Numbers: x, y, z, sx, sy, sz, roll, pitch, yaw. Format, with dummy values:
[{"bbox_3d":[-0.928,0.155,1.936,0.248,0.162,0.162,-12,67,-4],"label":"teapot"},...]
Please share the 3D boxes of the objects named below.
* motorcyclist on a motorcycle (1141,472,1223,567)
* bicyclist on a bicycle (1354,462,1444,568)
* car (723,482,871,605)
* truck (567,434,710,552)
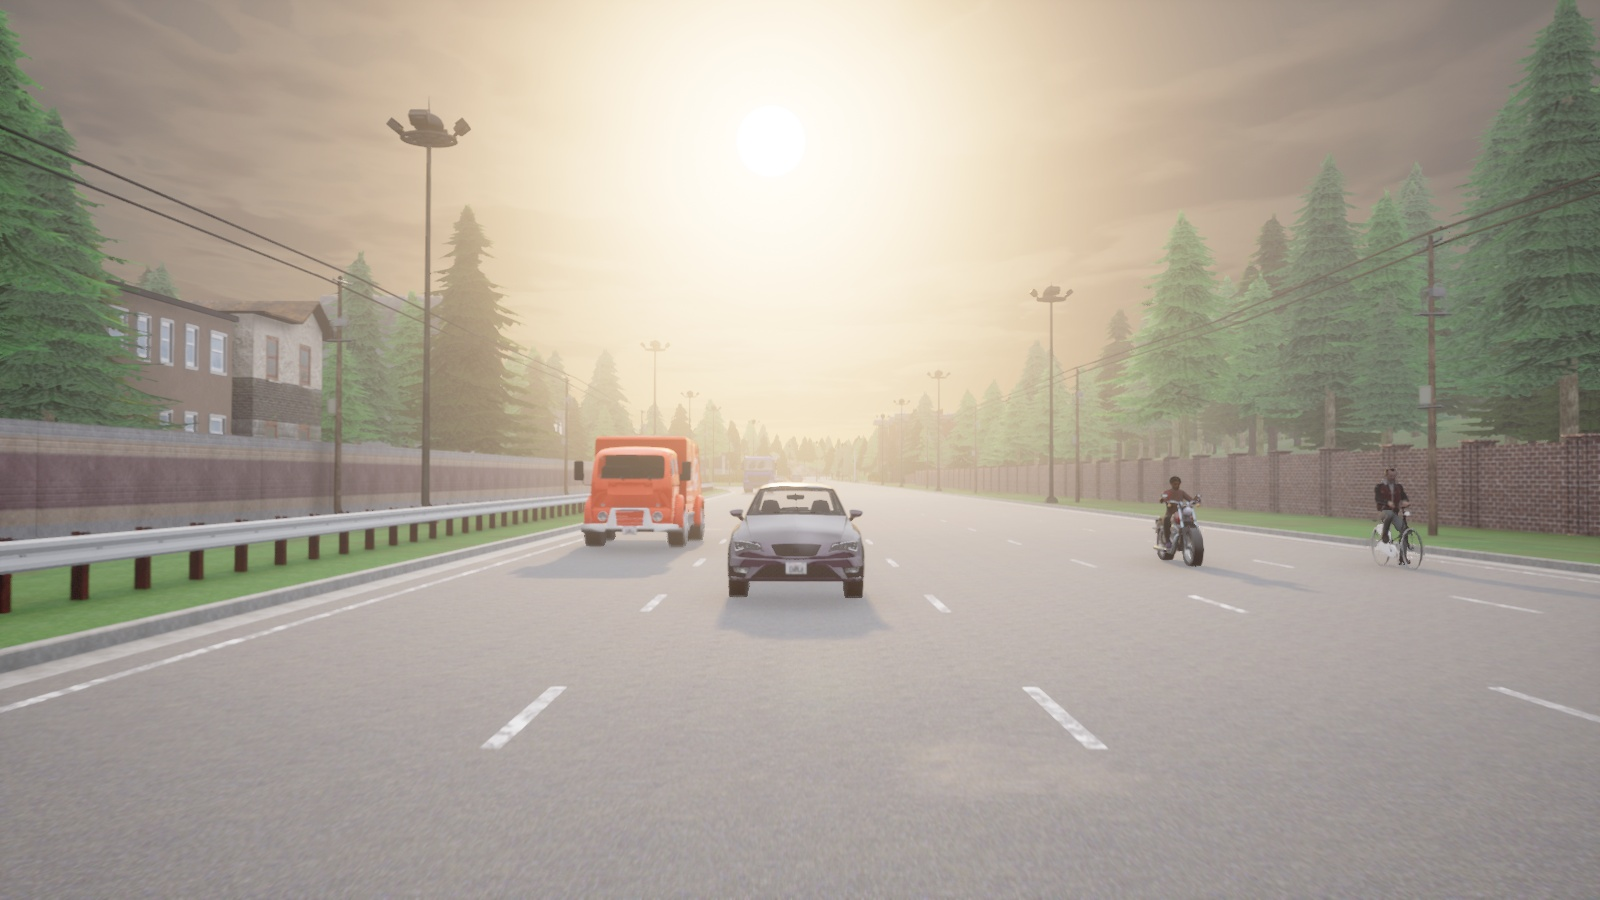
[{"bbox_3d":[6.942,1.220,22.944,0.766,1.649,2.350,0,-1,0],"label":"motorcyclist on a motorcycle"},{"bbox_3d":[10.444,1.106,21.958,0.659,1.776,1.843,0,-1,0],"label":"bicyclist on a bicycle"},{"bbox_3d":[-0.044,1.198,17.479,1.816,1.474,4.193,0,-1,0],"label":"car"},{"bbox_3d":[-3.575,0.948,28.883,2.627,2.467,5.204,0,-1,0],"label":"truck"}]
